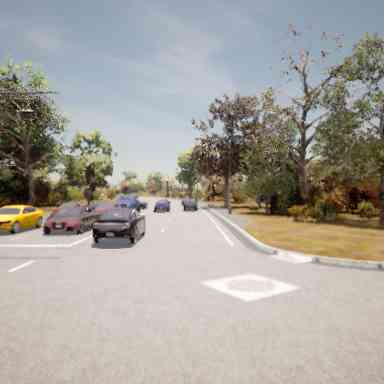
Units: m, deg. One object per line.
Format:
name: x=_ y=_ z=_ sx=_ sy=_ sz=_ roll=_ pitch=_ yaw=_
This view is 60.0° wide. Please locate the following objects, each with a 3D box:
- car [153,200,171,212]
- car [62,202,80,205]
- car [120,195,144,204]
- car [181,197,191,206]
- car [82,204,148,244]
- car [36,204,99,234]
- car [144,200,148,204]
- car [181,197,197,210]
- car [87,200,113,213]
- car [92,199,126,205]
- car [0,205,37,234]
car: x=-3.692 y=1.684 z=41.634 sx=1.812 sy=1.442 sz=4.674 roll=0 pitch=0 yaw=-1
car: x=-10.669 y=1.637 z=29.179 sx=1.812 sy=1.442 sz=4.674 roll=0 pitch=0 yaw=-1
car: x=-7.251 y=1.366 z=37.981 sx=2.150 sy=2.045 sz=5.566 roll=0 pitch=0 yaw=-1
car: x=-1.140 y=1.766 z=63.207 sx=1.812 sy=1.442 sz=4.674 roll=0 pitch=0 yaw=-3
car: x=-3.406 y=1.554 z=16.211 sx=2.128 sy=1.511 sz=4.902 roll=0 pitch=0 yaw=0
car: x=-7.089 y=1.639 z=19.578 sx=1.994 sy=1.385 sz=4.181 roll=0 pitch=0 yaw=-1
car: x=-7.486 y=1.784 z=48.063 sx=1.895 sy=1.301 sz=4.718 roll=0 pitch=0 yaw=-2
car: x=-0.282 y=1.662 z=44.908 sx=2.128 sy=1.511 sz=4.902 roll=0 pitch=0 yaw=-2
car: x=-10.762 y=1.714 z=39.237 sx=1.994 sy=1.385 sz=4.181 roll=0 pitch=0 yaw=-1
car: x=-7.162 y=1.634 z=28.334 sx=1.812 sy=1.442 sz=4.674 roll=0 pitch=0 yaw=-1
car: x=-10.621 y=1.554 z=19.931 sx=1.882 sy=1.535 sz=5.008 roll=0 pitch=0 yaw=-2
